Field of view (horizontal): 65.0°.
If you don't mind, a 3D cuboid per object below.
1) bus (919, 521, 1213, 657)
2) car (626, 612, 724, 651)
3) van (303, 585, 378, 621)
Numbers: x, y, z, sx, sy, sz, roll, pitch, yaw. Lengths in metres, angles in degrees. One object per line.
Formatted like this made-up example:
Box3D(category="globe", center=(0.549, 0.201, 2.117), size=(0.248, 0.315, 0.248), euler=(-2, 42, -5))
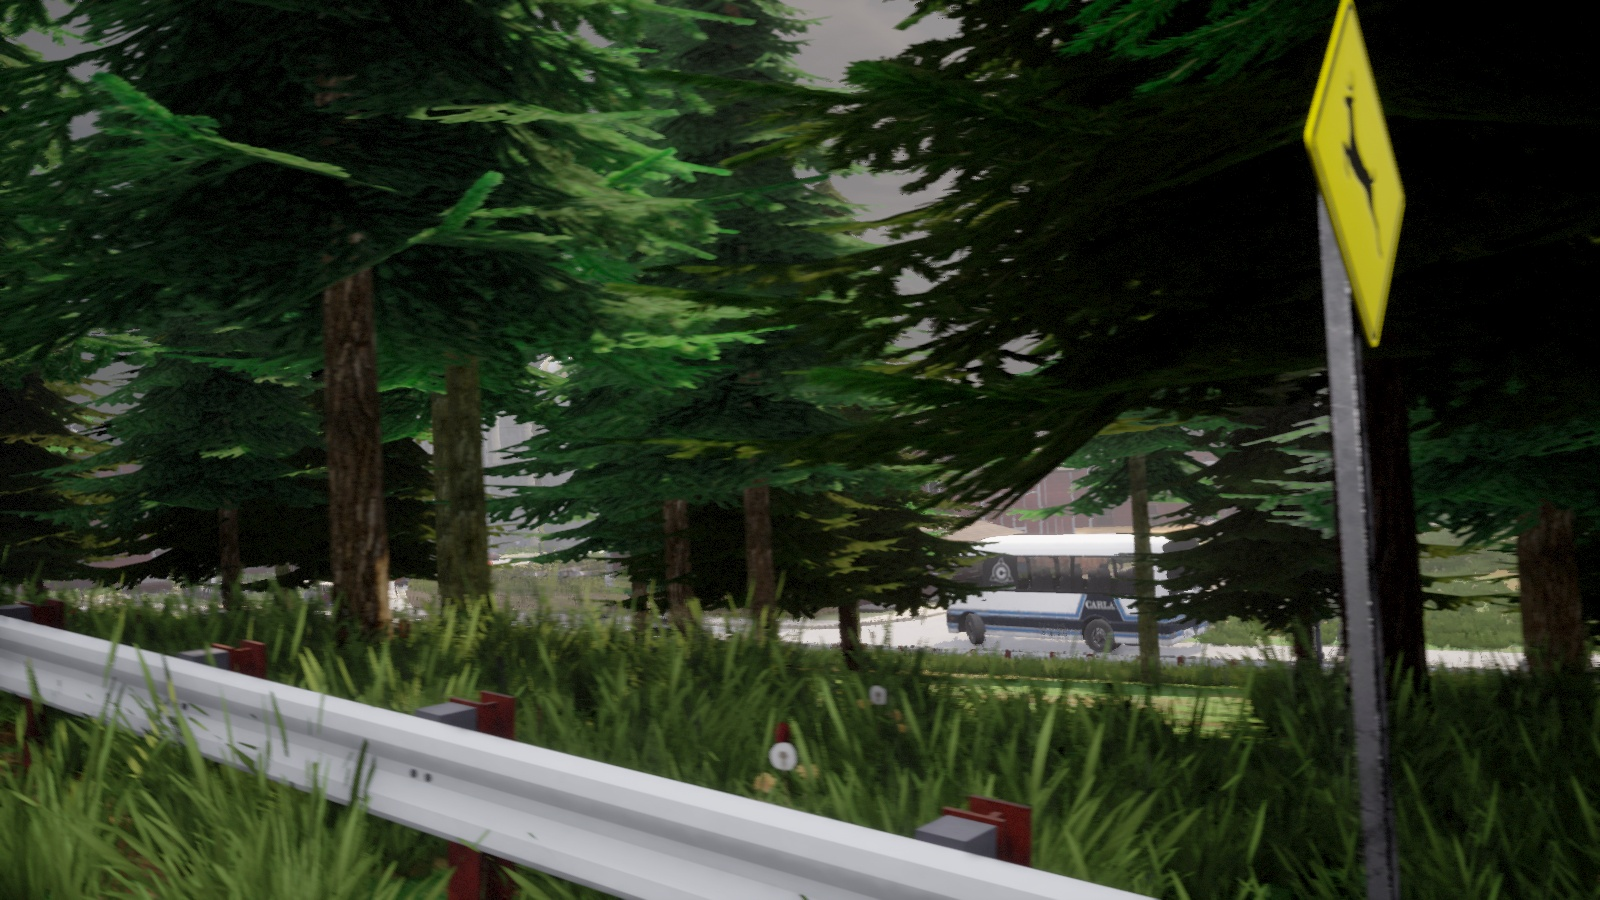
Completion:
Box3D(category="bus", center=(10.077, 5.259, 48.729), size=(10.273, 4.253, 3.944), euler=(-5, 1, 44))
Box3D(category="car", center=(-5.652, 8.119, 56.449), size=(4.193, 1.474, 1.816), euler=(-6, -2, 38))
Box3D(category="van", center=(-32.860, 10.939, 89.859), size=(2.069, 2.038, 4.480), euler=(-6, -2, 37))
